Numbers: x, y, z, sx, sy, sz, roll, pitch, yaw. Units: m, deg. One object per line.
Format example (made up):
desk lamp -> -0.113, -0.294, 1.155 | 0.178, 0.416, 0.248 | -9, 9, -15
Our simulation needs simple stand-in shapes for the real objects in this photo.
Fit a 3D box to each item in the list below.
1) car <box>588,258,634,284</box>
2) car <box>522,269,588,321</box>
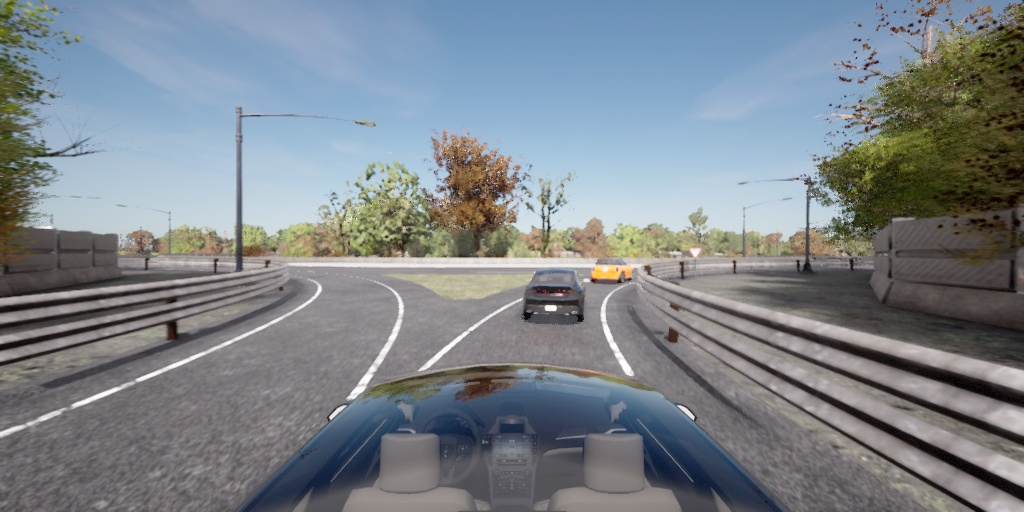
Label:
car -> 7.221, 0.924, 25.489 | 2.097, 1.767, 4.553 | 0, 1, 30
car -> 1.563, 1.171, 12.258 | 1.837, 1.490, 4.892 | 0, 0, 12
